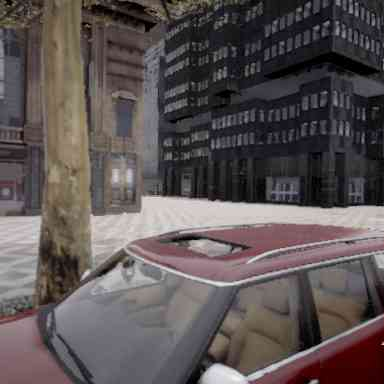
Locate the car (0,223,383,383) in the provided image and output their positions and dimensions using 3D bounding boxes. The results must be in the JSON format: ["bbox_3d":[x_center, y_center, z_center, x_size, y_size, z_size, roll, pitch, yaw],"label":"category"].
[{"bbox_3d":[0.206,1.273,2.726,5.009,1.841,2.192,1,1,-34],"label":"car"}]
